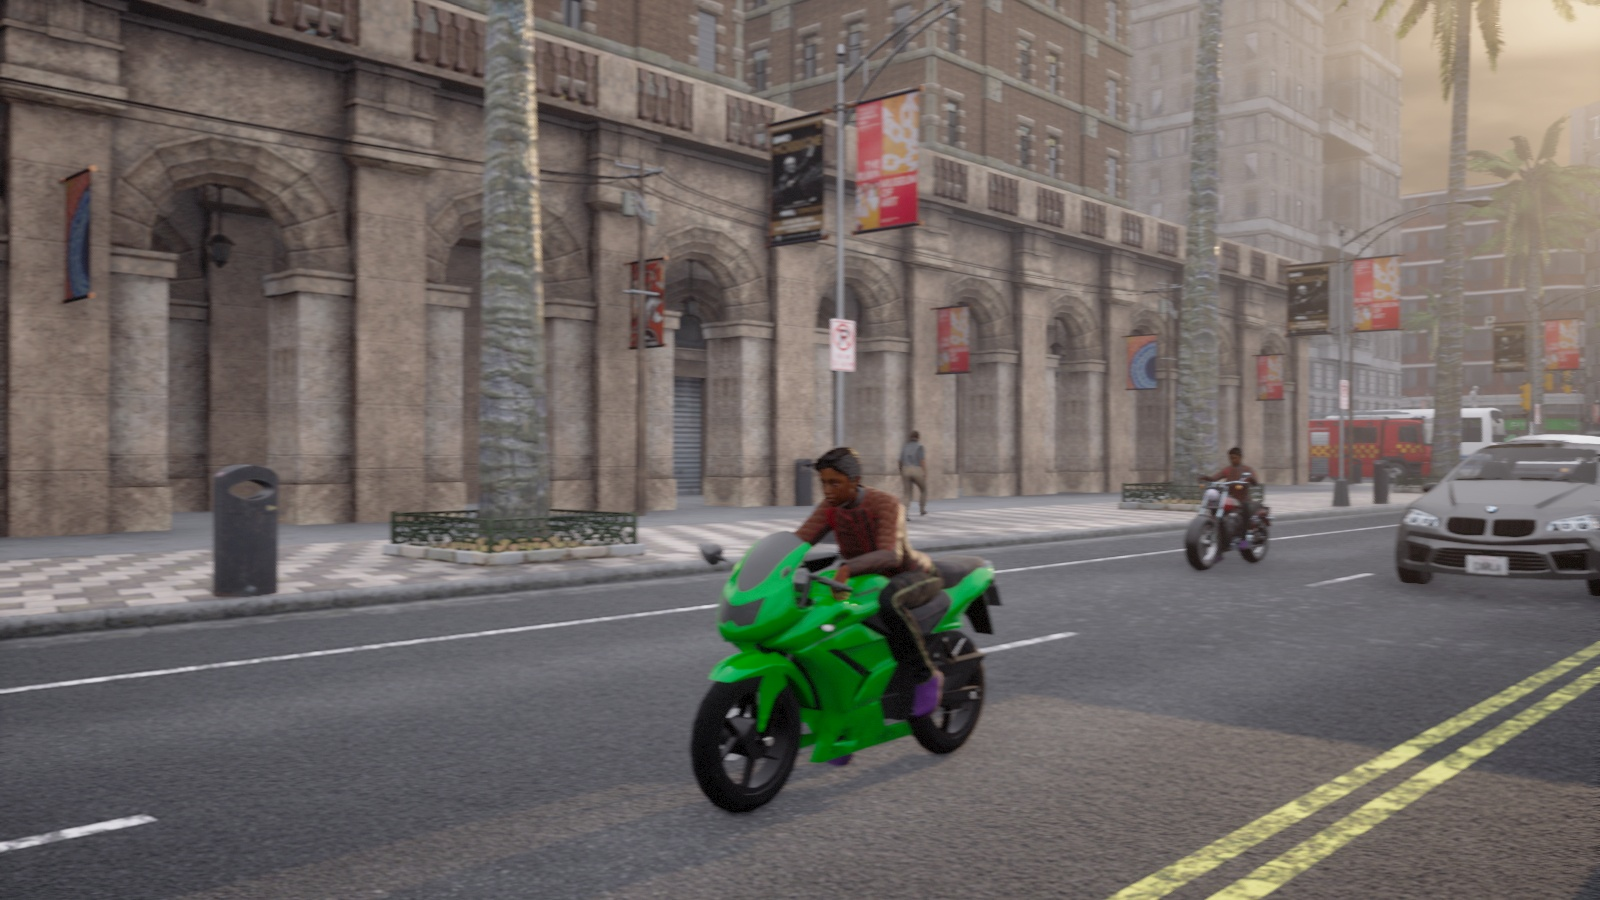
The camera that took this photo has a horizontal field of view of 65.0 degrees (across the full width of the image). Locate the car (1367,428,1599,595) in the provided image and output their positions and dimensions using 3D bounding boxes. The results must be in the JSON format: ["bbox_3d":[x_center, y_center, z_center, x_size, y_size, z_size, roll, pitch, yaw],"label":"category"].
[{"bbox_3d":[8.745,0.631,15.037,2.242,1.667,4.611,0,0,42],"label":"car"}]

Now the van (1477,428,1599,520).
[{"bbox_3d":[18.061,0.553,30.227,2.069,2.038,4.480,0,-1,43],"label":"van"}]

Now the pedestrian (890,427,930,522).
[{"bbox_3d":[2.181,0.474,24.886,0.540,1.848,0.694,0,0,29],"label":"pedestrian"}]

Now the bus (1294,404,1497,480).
[{"bbox_3d":[35.433,-0.425,75.049,10.273,4.253,3.944,0,0,43],"label":"bus"}]

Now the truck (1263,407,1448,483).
[{"bbox_3d":[29.316,-0.236,66.570,8.468,3.827,2.891,0,0,43],"label":"truck"}]

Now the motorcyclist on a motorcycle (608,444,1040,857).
[{"bbox_3d":[0.190,0.743,5.659,0.797,1.523,2.044,0,0,42],"label":"motorcyclist on a motorcycle"}]

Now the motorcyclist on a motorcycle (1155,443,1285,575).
[{"bbox_3d":[5.671,0.742,16.860,0.766,1.649,2.350,0,0,42],"label":"motorcyclist on a motorcycle"}]
